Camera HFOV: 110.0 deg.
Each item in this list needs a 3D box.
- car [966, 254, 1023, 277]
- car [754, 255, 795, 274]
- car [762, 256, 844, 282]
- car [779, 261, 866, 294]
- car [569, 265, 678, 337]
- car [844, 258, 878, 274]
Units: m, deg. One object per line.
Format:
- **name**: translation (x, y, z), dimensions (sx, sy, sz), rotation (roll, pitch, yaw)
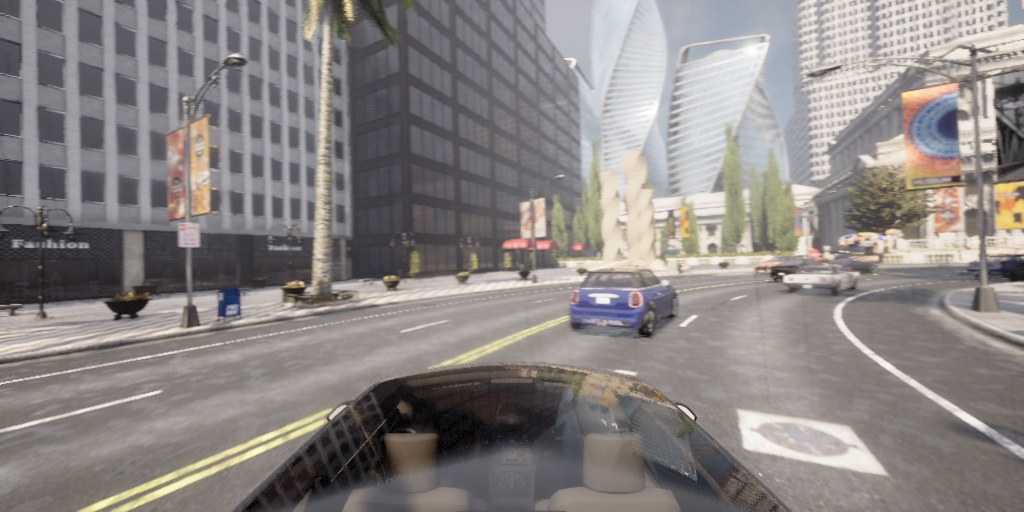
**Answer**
- **car**: translation (33.005, 0.573, 23.351), dimensions (5.357, 1.411, 2.033), rotation (-2, -1, -3)
- **car**: translation (24.702, 0.753, 32.868), dimensions (4.553, 1.767, 2.097), rotation (-2, -1, -12)
- **car**: translation (19.219, 0.927, 23.663), dimensions (5.008, 1.535, 1.882), rotation (-1, -1, -25)
- **car**: translation (15.439, 1.089, 17.762), dimensions (4.718, 1.301, 1.895), rotation (-1, -1, -34)
- **car**: translation (3.466, 1.113, 10.685), dimensions (2.097, 1.767, 4.553), rotation (-2, -1, 34)
- **car**: translation (28.033, 0.828, 30.003), dimensions (4.181, 1.385, 1.994), rotation (-2, -1, -9)
